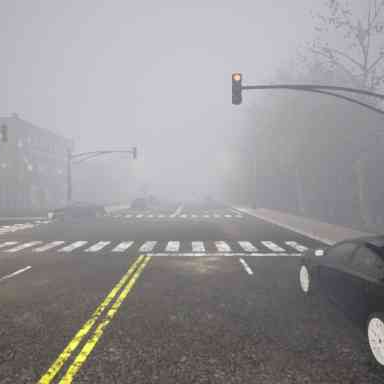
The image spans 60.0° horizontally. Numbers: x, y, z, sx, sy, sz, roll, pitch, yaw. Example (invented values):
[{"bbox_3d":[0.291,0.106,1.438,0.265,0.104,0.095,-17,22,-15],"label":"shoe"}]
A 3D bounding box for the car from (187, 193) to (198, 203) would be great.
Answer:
[{"bbox_3d":[0.129,1.203,68.641,2.150,2.045,5.566,0,0,0],"label":"car"}]

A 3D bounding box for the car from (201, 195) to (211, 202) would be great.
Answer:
[{"bbox_3d":[3.285,1.502,79.162,2.128,1.511,4.902,0,0,0],"label":"car"}]

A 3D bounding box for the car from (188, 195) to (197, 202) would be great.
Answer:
[{"bbox_3d":[0.036,1.516,79.284,2.033,1.411,5.357,0,0,0],"label":"car"}]

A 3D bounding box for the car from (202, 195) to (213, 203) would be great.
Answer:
[{"bbox_3d":[3.383,1.486,68.973,1.837,1.490,4.892,0,0,0],"label":"car"}]

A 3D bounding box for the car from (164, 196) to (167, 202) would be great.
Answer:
[{"bbox_3d":[-6.467,1.564,71.695,1.895,1.301,4.718,0,0,0],"label":"car"}]

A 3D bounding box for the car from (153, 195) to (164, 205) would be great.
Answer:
[{"bbox_3d":[-6.557,1.337,56.808,2.097,1.767,4.553,0,0,0],"label":"car"}]

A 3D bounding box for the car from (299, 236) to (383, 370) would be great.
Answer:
[{"bbox_3d":[3.345,1.477,5.648,1.882,1.535,5.008,0,0,1],"label":"car"}]

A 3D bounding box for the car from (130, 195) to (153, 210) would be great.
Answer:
[{"bbox_3d":[-6.578,1.468,42.527,1.882,1.535,5.008,0,0,0],"label":"car"}]

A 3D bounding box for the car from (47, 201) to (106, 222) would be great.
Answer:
[{"bbox_3d":[-9.034,1.500,26.328,2.128,1.511,4.902,0,0,32],"label":"car"}]
